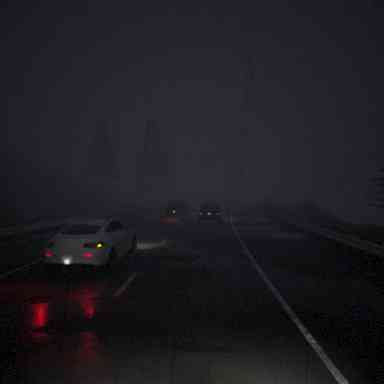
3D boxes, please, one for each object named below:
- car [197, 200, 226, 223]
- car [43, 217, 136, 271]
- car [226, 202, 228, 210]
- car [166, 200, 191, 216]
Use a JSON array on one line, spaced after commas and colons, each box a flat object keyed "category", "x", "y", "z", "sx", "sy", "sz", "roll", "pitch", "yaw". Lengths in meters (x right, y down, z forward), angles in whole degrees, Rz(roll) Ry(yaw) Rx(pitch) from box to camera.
[{"category": "car", "x": 1.427, "y": 1.569, "z": 25.577, "sx": 2.033, "sy": 1.411, "sz": 5.357, "roll": 0, "pitch": 0, "yaw": 5}, {"category": "car", "x": -3.097, "y": 1.530, "z": 10.806, "sx": 1.812, "sy": 1.442, "sz": 4.674, "roll": 0, "pitch": 0, "yaw": 2}, {"category": "car", "x": 3.643, "y": 1.637, "z": 42.799, "sx": 1.895, "sy": 1.301, "sz": 4.718, "roll": 0, "pitch": 0, "yaw": 9}, {"category": "car", "x": -1.329, "y": 1.528, "z": 32.469, "sx": 1.837, "sy": 1.490, "sz": 4.892, "roll": 0, "pitch": 0, "yaw": 7}]
